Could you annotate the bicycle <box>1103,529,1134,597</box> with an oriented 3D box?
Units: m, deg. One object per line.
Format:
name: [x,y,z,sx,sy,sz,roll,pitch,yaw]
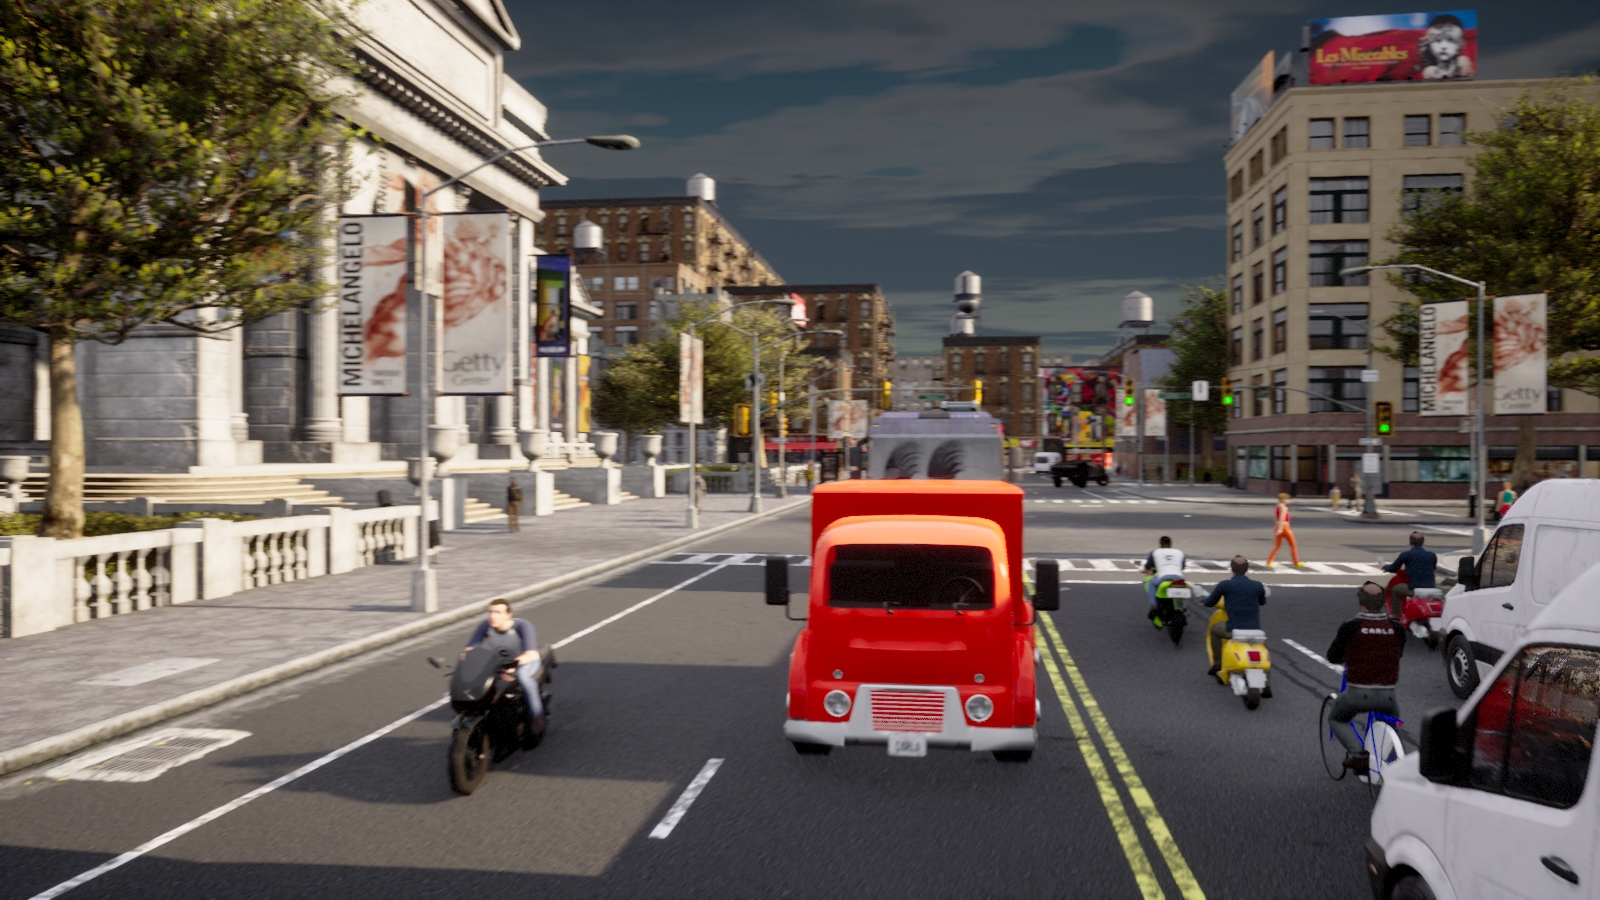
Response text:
bicycle: [6.322,2.219,22.735,0.329,1.171,1.835,0,0,7]

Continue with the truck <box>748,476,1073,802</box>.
truck: [1.225,1.570,11.868,2.627,2.467,5.204,0,0,8]

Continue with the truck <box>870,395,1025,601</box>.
truck: [3.419,0.895,25.703,2.891,3.827,8.468,0,0,9]

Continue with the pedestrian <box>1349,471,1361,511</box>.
pedestrian: [25.656,1.885,52.795,0.375,1.860,0.375,0,0,-1]

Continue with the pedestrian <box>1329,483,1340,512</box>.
pedestrian: [24.514,2.164,52.384,0.375,1.300,0.375,0,0,8]

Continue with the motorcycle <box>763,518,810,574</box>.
motorcycle: [-0.305,2.213,26.687,0.803,1.145,2.033,0,0,8]

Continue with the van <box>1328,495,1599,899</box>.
van: [3.863,1.540,3.559,1.988,2.561,5.915,0,0,3]

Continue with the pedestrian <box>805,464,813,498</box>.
pedestrian: [0.499,1.700,63.258,0.375,1.860,0.375,0,0,23]

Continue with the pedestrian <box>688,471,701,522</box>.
pedestrian: [-3.863,1.691,41.986,0.375,1.860,0.375,0,0,11]

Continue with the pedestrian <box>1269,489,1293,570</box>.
pedestrian: [11.330,1.865,26.921,0.375,1.860,0.375,0,0,-7]

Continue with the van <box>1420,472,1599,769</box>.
van: [8.196,1.546,10.908,1.988,2.561,5.915,0,0,7]

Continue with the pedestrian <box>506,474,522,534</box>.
pedestrian: [-8.965,1.684,35.833,0.375,1.860,0.375,0,0,5]

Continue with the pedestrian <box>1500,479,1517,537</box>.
pedestrian: [22.987,1.881,37.081,0.375,1.860,0.375,0,0,14]

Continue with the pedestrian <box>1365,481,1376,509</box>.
pedestrian: [27.588,2.168,55.221,0.375,1.300,0.375,0,0,8]
